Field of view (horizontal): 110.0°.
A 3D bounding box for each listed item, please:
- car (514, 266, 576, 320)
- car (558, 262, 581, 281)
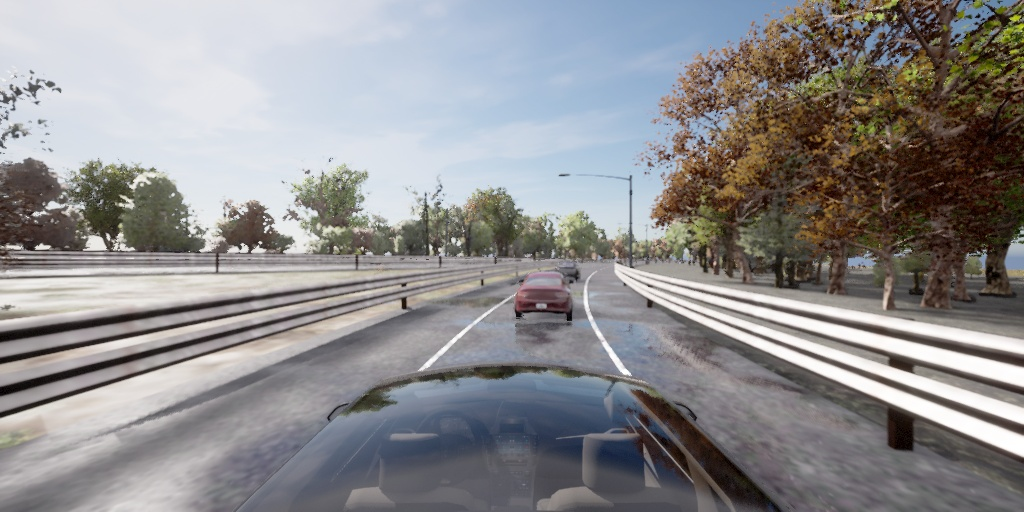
[{"bbox_3d":[1.197,1.278,12.694,1.812,1.442,4.674,0,0,8],"label":"car"},{"bbox_3d":[4.788,1.254,30.408,2.128,1.511,4.902,0,0,14],"label":"car"}]
